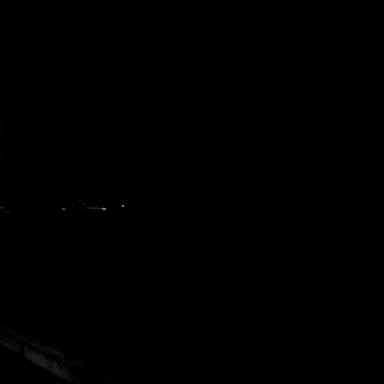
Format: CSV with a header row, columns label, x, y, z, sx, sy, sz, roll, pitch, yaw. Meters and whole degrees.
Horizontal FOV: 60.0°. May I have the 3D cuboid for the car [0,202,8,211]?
label,x,y,z,sx,sy,sz,roll,pitch,yaw
car,-22.204,1.562,40.674,1.994,1.385,4.181,0,0,38

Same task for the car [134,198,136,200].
label,x,y,z,sx,sy,sz,roll,pitch,yaw
car,-10.145,1.425,55.654,1.994,1.385,4.181,0,1,38

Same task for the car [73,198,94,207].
label,x,y,z,sx,sy,sz,roll,pitch,yaw
car,-16.404,1.511,47.878,2.033,1.411,5.357,0,0,39

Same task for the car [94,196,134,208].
label,x,y,z,sx,sy,sz,roll,pitch,yaw
car,-11.300,1.438,48.632,1.837,1.490,4.892,0,1,39

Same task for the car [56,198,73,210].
label,x,y,z,sx,sy,sz,roll,pitch,yaw
car,-17.839,1.542,40.508,2.033,1.411,5.357,0,0,39
